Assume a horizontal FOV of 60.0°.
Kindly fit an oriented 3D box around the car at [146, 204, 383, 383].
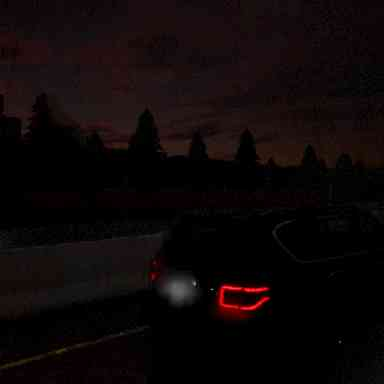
[{"bbox_3d":[1.938,1.216,5.489,5.566,2.045,2.150,0,0,-38],"label":"car"}]
